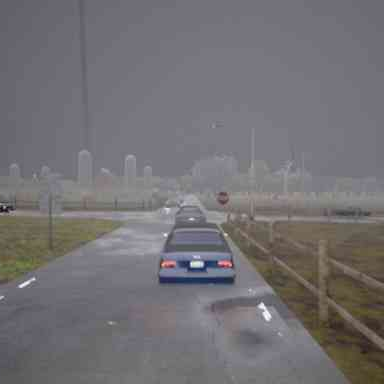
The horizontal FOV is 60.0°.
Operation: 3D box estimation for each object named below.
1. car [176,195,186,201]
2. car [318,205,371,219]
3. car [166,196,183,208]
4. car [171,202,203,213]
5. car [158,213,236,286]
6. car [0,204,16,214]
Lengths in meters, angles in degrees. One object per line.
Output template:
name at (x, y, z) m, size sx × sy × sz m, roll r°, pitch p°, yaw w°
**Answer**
car at (-2.687, 1.429, 82.750) m, size 2.128 × 1.511 × 4.902 m, roll 0°, pitch 0°, yaw 0°
car at (15.542, 2.012, 34.189) m, size 4.718 × 1.301 × 1.895 m, roll 1°, pitch 1°, yaw 0°
car at (-2.778, 1.479, 50.033) m, size 2.097 × 1.767 × 4.553 m, roll 0°, pitch 0°, yaw 0°
car at (-0.178, 1.629, 22.313) m, size 1.994 × 1.385 × 4.181 m, roll 0°, pitch 0°, yaw -4°
car at (0.109, 1.578, 9.522) m, size 2.033 × 1.411 × 5.357 m, roll 0°, pitch 0°, yaw 0°
car at (-19.160, 1.403, 31.064) m, size 4.718 × 1.301 × 1.895 m, roll 1°, pitch 1°, yaw 0°
